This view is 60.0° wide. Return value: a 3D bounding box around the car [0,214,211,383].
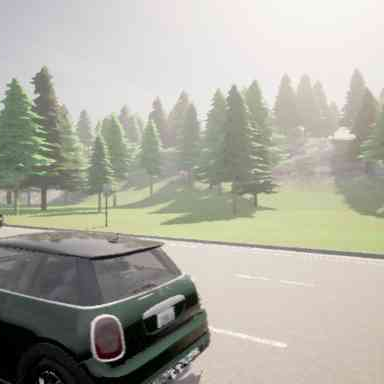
[{"bbox_3d":[-2.087,1.351,4.654,4.553,1.767,2.097,0,0,31],"label":"car"}]
